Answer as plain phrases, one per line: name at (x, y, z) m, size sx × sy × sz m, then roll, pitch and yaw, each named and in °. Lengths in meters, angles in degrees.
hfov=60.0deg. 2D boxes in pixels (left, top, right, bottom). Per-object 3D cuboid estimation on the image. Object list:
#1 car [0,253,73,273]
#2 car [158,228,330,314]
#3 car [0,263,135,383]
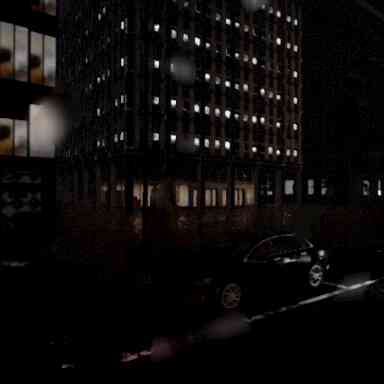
car at (-3.257, 1.567, 4.227) m, size 4.313 × 1.339 × 1.947 m, roll 0°, pitch 1°, yaw -35°
car at (1.336, 1.541, 7.504) m, size 4.403 × 1.369 × 2.008 m, roll 0°, pitch 1°, yaw -35°
car at (-2.514, 1.528, 1.577) m, size 4.674 × 1.442 × 1.812 m, roll 0°, pitch 0°, yaw -35°
